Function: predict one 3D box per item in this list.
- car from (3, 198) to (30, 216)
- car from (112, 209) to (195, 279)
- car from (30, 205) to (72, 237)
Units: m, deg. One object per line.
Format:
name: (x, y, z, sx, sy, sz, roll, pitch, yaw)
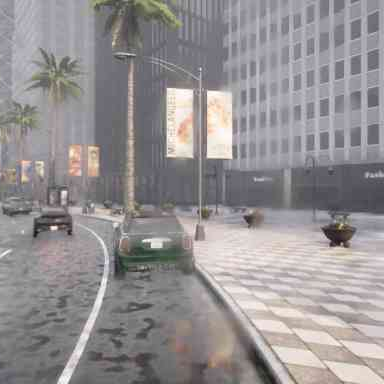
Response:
car: (-17.082, 1.551, 32.424, 1.994, 1.385, 4.181, 0, 0, -38)
car: (-1.383, 1.352, 10.393, 2.097, 1.767, 4.553, 0, 0, -14)
car: (-7.758, 1.499, 18.399, 1.837, 1.490, 4.892, 1, -1, -25)
